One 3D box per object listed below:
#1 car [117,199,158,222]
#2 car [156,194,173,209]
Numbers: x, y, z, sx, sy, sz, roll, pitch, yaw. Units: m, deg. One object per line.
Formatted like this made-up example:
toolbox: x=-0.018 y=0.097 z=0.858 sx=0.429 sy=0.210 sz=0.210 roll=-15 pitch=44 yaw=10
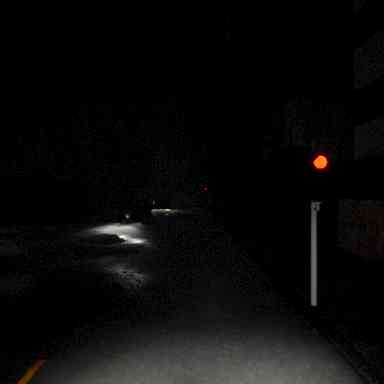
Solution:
car: x=-4.381 y=1.491 z=26.025 sx=2.128 sy=1.511 sz=4.902 roll=0 pitch=0 yaw=5
car: x=-4.097 y=1.352 z=44.933 sx=2.097 sy=1.767 sz=4.553 roll=0 pitch=0 yaw=0
